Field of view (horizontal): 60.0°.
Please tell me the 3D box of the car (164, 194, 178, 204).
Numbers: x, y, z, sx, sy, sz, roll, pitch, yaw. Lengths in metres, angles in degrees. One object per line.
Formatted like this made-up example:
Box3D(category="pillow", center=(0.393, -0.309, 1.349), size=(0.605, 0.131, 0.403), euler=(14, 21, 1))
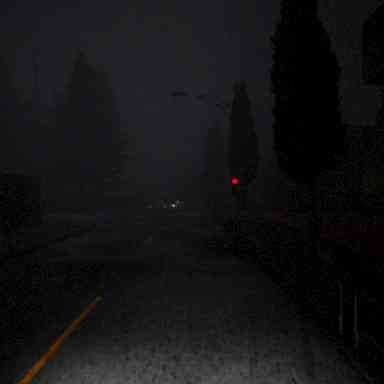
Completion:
Box3D(category="car", center=(-4.017, 1.459, 60.095), size=(1.895, 1.301, 4.718), euler=(0, 0, 1))
